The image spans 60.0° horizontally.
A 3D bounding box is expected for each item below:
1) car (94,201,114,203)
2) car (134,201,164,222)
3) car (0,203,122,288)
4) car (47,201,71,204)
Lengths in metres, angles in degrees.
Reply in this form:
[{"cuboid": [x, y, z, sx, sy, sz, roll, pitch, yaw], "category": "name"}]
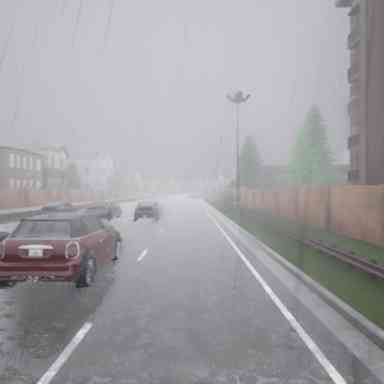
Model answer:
[{"cuboid": [-6.899, 1.475, 26.387, 2.128, 1.511, 4.902, 0, 0, 0], "category": "car"}, {"cuboid": [-3.399, 1.488, 26.455, 1.837, 1.490, 4.892, 0, 0, 0], "category": "car"}, {"cuboid": [-3.404, 1.345, 9.376, 2.097, 1.767, 4.553, 0, 0, 0], "category": "car"}, {"cuboid": [-10.399, 1.489, 26.460, 1.837, 1.490, 4.892, 0, 0, 0], "category": "car"}]
